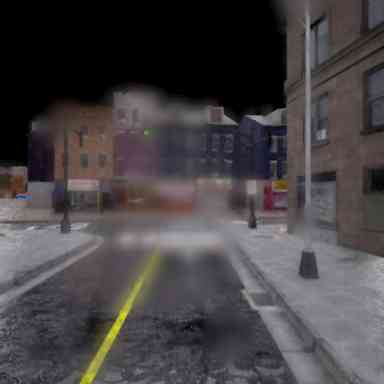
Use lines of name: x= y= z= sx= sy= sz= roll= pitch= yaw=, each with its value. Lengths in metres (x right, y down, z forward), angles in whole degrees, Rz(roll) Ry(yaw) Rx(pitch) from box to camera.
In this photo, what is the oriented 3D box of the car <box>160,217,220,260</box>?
car: x=-0.209 y=1.594 z=12.391 sx=1.895 sy=1.301 sz=4.718 roll=0 pitch=0 yaw=-4
